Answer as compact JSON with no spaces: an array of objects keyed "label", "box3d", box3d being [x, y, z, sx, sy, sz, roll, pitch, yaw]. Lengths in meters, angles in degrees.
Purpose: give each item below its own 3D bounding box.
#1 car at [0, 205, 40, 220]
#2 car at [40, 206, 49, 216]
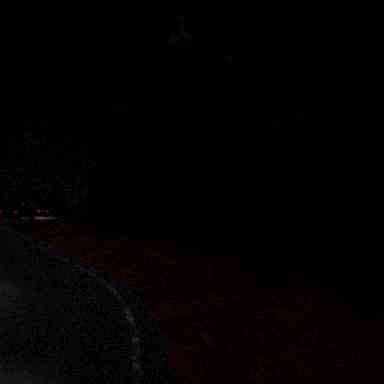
[{"label":"car","box3d":[-19.539,2.183,37.393,2.097,1.767,4.553,2,-2,1]},{"label":"car","box3d":[-22.068,2.663,46.962,5.357,1.411,2.033,0,-3,42]}]
